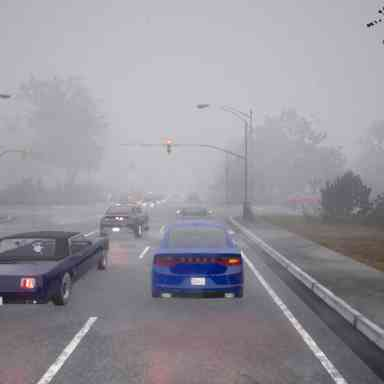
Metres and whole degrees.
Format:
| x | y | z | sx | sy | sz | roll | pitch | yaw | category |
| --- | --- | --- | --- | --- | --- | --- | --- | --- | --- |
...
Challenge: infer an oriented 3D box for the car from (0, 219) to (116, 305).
| x | y | z | sx | sy | sz | roll | pitch | yaw | category |
| --- | --- | --- | --- | --- | --- | --- | --- | --- | --- |
| -3.387 | 1.573 | 7.942 | 1.895 | 1.301 | 4.718 | 0 | 0 | 0 | car |

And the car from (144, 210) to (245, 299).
| x | y | z | sx | sy | sz | roll | pitch | yaw | category |
| --- | --- | --- | --- | --- | --- | --- | --- | --- | --- |
| 0.114 | 1.446 | 8.488 | 1.882 | 1.535 | 5.008 | 0 | 0 | 0 | car |

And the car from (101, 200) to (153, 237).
| x | y | z | sx | sy | sz | roll | pitch | yaw | category |
| --- | --- | --- | --- | --- | --- | --- | --- | --- | --- |
| -3.373 | 1.402 | 17.194 | 1.837 | 1.490 | 4.892 | 0 | 0 | 0 | car |

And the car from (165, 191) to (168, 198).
| x | y | z | sx | sy | sz | roll | pitch | yaw | category |
| --- | --- | --- | --- | --- | --- | --- | --- | --- | --- |
| -6.982 | 0.957 | 74.243 | 1.895 | 1.301 | 4.718 | 0 | 1 | -1 | car |

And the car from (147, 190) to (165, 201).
| x | y | z | sx | sy | sz | roll | pitch | yaw | category |
| --- | --- | --- | --- | --- | --- | --- | --- | --- | --- |
| -6.963 | 0.956 | 64.218 | 1.882 | 1.535 | 5.008 | 0 | 1 | 0 | car |

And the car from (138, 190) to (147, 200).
| x | y | z | sx | sy | sz | roll | pitch | yaw | category |
| --- | --- | --- | --- | --- | --- | --- | --- | --- | --- |
| -10.461 | 0.709 | 63.383 | 2.150 | 2.045 | 5.566 | 0 | 1 | 0 | car |

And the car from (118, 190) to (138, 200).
| x | y | z | sx | sy | sz | roll | pitch | yaw | category |
| --- | --- | --- | --- | --- | --- | --- | --- | --- | --- |
| -10.534 | 0.930 | 53.800 | 2.097 | 1.767 | 4.553 | 0 | 0 | 1 | car |

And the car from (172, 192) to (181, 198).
| x | y | z | sx | sy | sz | roll | pitch | yaw | category |
| --- | --- | --- | --- | --- | --- | --- | --- | --- | --- |
| -3.854 | 0.741 | 85.559 | 2.033 | 1.411 | 5.357 | 0 | 1 | -4 | car |

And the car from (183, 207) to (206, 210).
| x | y | z | sx | sy | sz | roll | pitch | yaw | category |
| --- | --- | --- | --- | --- | --- | --- | --- | --- | --- |
| 0.127 | 1.459 | 17.470 | 1.994 | 1.385 | 4.181 | 0 | 0 | 0 | car |

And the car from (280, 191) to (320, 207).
| x | y | z | sx | sy | sz | roll | pitch | yaw | category |
| --- | --- | --- | --- | --- | --- | --- | --- | --- | --- |
| 14.184 | 0.895 | 42.802 | 5.566 | 2.045 | 2.150 | 0 | 1 | -6 | car |

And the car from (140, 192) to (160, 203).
| x | y | z | sx | sy | sz | roll | pitch | yaw | category |
| --- | --- | --- | --- | --- | --- | --- | --- | --- | --- |
| -7.005 | 1.127 | 55.409 | 1.994 | 1.385 | 4.181 | 0 | 1 | 0 | car |

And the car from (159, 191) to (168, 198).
| x | y | z | sx | sy | sz | roll | pitch | yaw | category |
| --- | --- | --- | --- | --- | --- | --- | --- | --- | --- |
| -7.299 | 0.571 | 84.477 | 2.097 | 1.767 | 4.553 | 0 | 1 | -3 | car |

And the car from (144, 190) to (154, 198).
| x | y | z | sx | sy | sz | roll | pitch | yaw | category |
| --- | --- | --- | --- | --- | --- | --- | --- | --- | --- |
| -10.789 | 0.445 | 84.178 | 2.150 | 2.045 | 5.566 | 0 | 1 | -3 | car |

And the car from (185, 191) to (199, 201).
| x | y | z | sx | sy | sz | roll | pitch | yaw | category |
| --- | --- | --- | --- | --- | --- | --- | --- | --- | --- |
| 0.193 | 0.836 | 63.741 | 2.097 | 1.767 | 4.553 | 0 | 1 | 0 | car |
